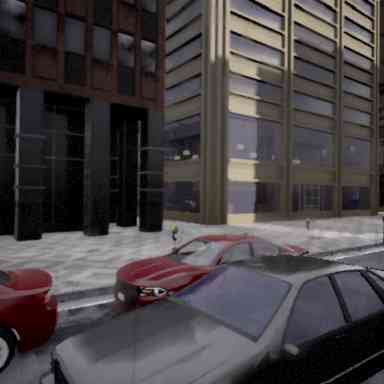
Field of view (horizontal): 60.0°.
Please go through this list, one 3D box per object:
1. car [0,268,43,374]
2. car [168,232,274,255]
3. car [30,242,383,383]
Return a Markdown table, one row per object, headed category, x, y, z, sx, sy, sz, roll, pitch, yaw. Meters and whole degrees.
| category | x | y | z | sx | sy | sz | roll | pitch | yaw |
| --- | --- | --- | --- | --- | --- | --- | --- | --- | --- |
| car | -3.955 | 1.532 | 3.824 | 4.507 | 1.381 | 1.887 | 1 | 0 | -35 |
| car | 0.608 | 1.591 | 7.074 | 4.507 | 1.381 | 1.887 | 1 | 0 | -35 |
| car | 1.120 | 1.580 | 4.174 | 5.357 | 1.411 | 2.033 | 1 | 0 | -35 |
